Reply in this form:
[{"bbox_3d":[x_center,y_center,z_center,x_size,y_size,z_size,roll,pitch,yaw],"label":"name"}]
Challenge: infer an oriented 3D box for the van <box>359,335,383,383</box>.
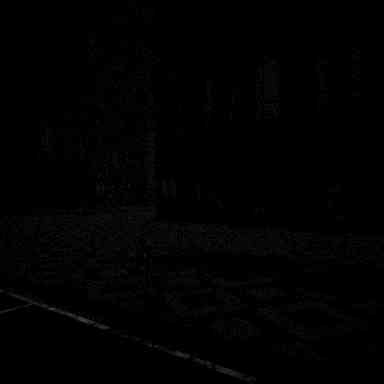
[{"bbox_3d":[2.692,1.341,1.063,3.998,1.788,1.690,0,0,35],"label":"van"}]
